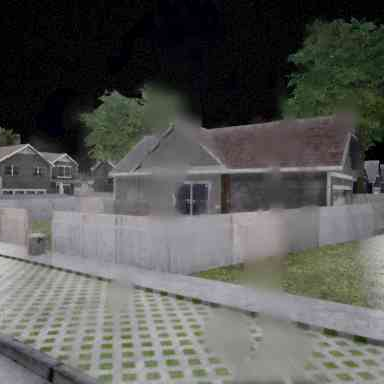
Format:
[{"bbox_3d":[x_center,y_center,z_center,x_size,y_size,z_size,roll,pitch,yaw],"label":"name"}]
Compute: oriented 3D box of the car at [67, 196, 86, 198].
[{"bbox_3d":[-12.753,1.167,36.183,1.837,1.490,4.892,1,1,34],"label":"car"}]
